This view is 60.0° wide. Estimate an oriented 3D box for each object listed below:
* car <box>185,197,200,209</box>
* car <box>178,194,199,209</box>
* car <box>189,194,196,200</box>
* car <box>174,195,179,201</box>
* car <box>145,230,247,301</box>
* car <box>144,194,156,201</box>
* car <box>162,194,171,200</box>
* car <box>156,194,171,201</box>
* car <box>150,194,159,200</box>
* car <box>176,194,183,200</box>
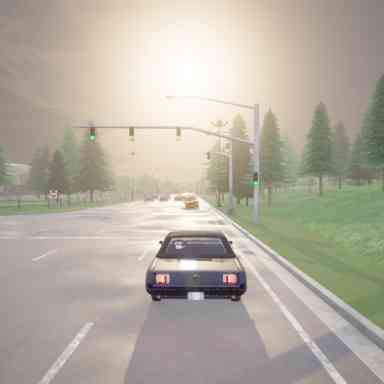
[{"bbox_3d":[0.093,1.591,49.921,2.033,1.411,5.357,0,2,0],"label":"car"},{"bbox_3d":[-0.315,1.058,46.536,1.882,1.535,5.008,-11,16,-6],"label":"car"},{"bbox_3d":[0.176,1.372,90.964,2.033,1.411,5.357,0,0,0],"label":"car"},{"bbox_3d":[-3.343,1.545,80.967,1.994,1.385,4.181,0,0,0],"label":"car"},{"bbox_3d":[0.095,1.601,8.256,1.895,1.301,4.718,0,0,0],"label":"car"},{"bbox_3d":[-10.344,1.531,80.564,2.033,1.411,5.357,0,0,0],"label":"car"},{"bbox_3d":[-6.824,1.372,90.977,2.033,1.411,5.357,0,0,0],"label":"car"},{"bbox_3d":[-6.844,1.531,80.557,2.033,1.411,5.357,0,0,0],"label":"car"},{"bbox_3d":[-10.324,1.332,90.984,1.837,1.490,4.892,0,0,0],"label":"car"},{"bbox_3d":[-3.324,1.357,90.971,1.812,1.442,4.674,0,0,0],"label":"car"}]
